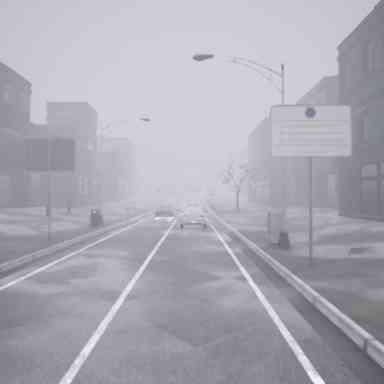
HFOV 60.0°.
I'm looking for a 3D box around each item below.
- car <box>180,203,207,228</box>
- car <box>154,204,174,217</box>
[{"bbox_3d":[0.103,1.813,24.574,1.812,1.442,4.674,0,-1,0],"label":"car"},{"bbox_3d":[-3.084,2.060,37.687,1.994,1.385,4.181,0,-1,0],"label":"car"}]
